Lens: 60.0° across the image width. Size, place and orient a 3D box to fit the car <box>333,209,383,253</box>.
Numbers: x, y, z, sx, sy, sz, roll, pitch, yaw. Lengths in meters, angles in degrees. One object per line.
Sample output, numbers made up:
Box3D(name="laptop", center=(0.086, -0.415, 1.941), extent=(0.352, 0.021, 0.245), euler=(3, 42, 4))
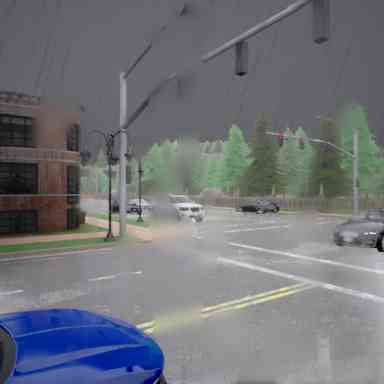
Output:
Box3D(name="car", center=(7.805, 1.488, 13.685), extent=(4.902, 1.511, 2.128), euler=(0, 0, -34))

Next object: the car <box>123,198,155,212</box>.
Box3D(name="car", center=(-6.349, 1.522, 39.232), extent=(1.812, 1.442, 4.674), euler=(0, 0, -35))

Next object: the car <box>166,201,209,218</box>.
Box3D(name="car", center=(-0.477, 1.560, 30.789), extent=(1.994, 1.385, 4.181), euler=(0, 0, -35))

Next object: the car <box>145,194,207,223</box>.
Box3D(name="car", center=(-1.230, 1.218, 25.806), extent=(2.150, 2.045, 5.566), euler=(0, 0, -33))

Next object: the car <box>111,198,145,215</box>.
Box3D(name="car", center=(-6.639, 1.561, 33.513), extent=(1.994, 1.385, 4.181), euler=(0, 0, -34))

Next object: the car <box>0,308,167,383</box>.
Box3D(name="car", center=(-2.481, 1.478, 1.971), extent=(5.008, 1.535, 1.882), euler=(0, 0, -36))

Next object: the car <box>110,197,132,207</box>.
Box3D(name="car", center=(-11.281, 1.559, 52.664), extent=(1.994, 1.385, 4.181), euler=(0, 0, -35))

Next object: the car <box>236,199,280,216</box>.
Box3D(name="car", center=(6.483, 1.486, 33.192), extent=(2.128, 1.511, 4.902), euler=(0, 0, -34))
